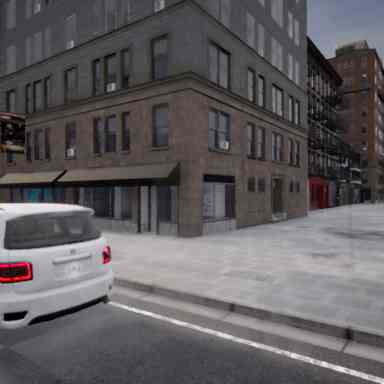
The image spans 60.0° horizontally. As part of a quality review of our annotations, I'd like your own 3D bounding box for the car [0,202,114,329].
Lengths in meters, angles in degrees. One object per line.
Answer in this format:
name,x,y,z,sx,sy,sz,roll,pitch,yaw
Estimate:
car,-3.955,1.222,6.505,5.566,2.045,2.150,0,0,35
